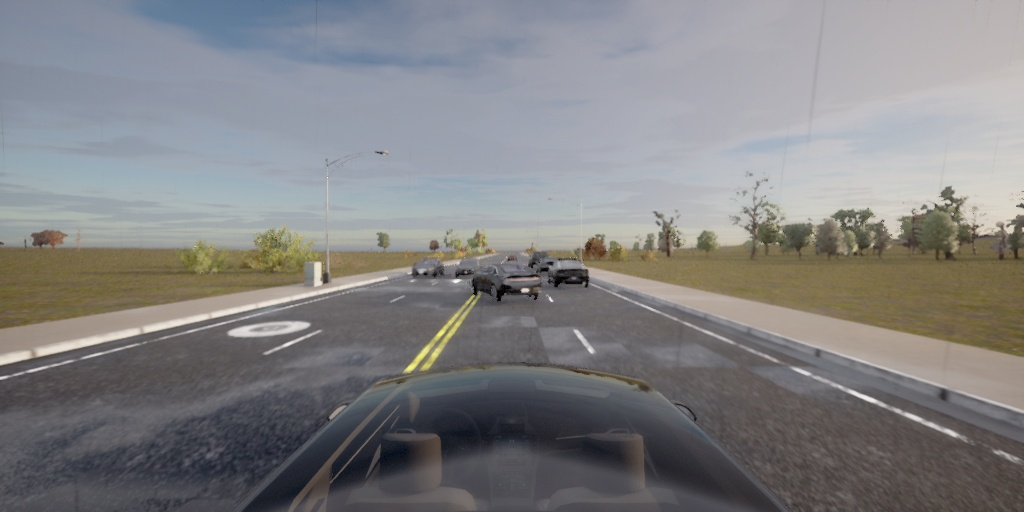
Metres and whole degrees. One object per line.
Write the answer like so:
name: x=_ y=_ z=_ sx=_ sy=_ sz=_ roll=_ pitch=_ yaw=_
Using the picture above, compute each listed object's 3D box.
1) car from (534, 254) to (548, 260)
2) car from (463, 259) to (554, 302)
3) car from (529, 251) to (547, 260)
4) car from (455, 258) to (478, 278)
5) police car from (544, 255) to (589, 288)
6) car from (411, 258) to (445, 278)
car: x=3.257 y=0.865 z=32.258 sx=1.837 sy=1.490 sz=4.892 roll=0 pitch=1 yaw=0
car: x=-0.379 y=1.065 z=15.761 sx=2.128 sy=1.511 sz=4.902 roll=-1 pitch=1 yaw=-22
car: x=3.259 y=0.436 z=43.283 sx=2.150 sy=2.045 sz=5.566 roll=0 pitch=1 yaw=0
car: x=-3.333 y=0.917 z=28.379 sx=1.837 sy=1.490 sz=4.892 roll=0 pitch=1 yaw=0
police car: x=3.254 y=0.927 z=21.368 sx=1.930 sy=1.638 sz=5.238 roll=0 pitch=1 yaw=0
car: x=-6.584 y=0.902 z=28.538 sx=2.128 sy=1.511 sz=4.902 roll=0 pitch=1 yaw=0
